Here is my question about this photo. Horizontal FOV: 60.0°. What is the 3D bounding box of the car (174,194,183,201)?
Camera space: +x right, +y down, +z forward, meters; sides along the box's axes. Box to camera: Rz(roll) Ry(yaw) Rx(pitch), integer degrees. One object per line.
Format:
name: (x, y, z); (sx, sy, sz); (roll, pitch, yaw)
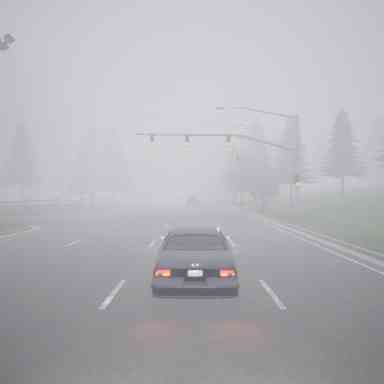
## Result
car: (-3.380, 1.516, 83.755); (1.812, 1.442, 4.674); (0, 0, 0)

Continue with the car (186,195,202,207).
car: (0.073, 1.351, 52.691); (2.097, 1.767, 4.553); (0, 0, 0)

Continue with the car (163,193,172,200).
car: (-6.865, 1.225, 94.207); (2.150, 2.045, 5.566); (0, 0, 0)

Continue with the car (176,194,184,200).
car: (-3.365, 1.357, 93.759); (2.128, 1.511, 4.902); (0, 0, 0)

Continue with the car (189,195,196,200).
car: (0.135, 1.539, 94.167); (2.033, 1.411, 5.357); (0, 0, 0)

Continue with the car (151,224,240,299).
car: (0.078, 1.547, 8.652); (2.033, 1.411, 5.357); (0, 0, 1)

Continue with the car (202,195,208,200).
car: (3.635, 1.500, 94.162); (1.837, 1.490, 4.892); (0, 0, 0)
